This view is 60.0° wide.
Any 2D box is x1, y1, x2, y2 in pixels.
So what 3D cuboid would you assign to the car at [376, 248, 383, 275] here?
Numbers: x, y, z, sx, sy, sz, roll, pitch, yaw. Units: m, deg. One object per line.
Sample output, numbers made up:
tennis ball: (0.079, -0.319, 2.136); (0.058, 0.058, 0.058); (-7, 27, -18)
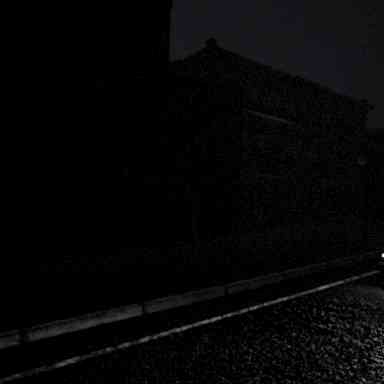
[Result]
car: (6.669, 1.551, 8.440); (4.718, 1.301, 1.895); (0, 0, -35)
